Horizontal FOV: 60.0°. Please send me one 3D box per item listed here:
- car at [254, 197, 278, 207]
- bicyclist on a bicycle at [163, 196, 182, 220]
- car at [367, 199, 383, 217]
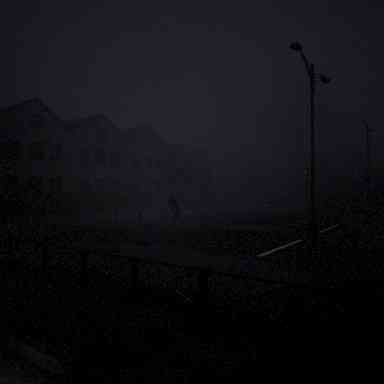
[{"bbox_3d":[10.458,1.356,46.673,2.033,1.411,5.357,0,0,32],"label":"car"},{"bbox_3d":[-1.377,1.109,23.046,1.656,1.620,0.582,0,0,35],"label":"bicyclist on a bicycle"},{"bbox_3d":[15.445,1.298,26.799,2.007,1.523,4.514,0,0,35],"label":"car"}]
